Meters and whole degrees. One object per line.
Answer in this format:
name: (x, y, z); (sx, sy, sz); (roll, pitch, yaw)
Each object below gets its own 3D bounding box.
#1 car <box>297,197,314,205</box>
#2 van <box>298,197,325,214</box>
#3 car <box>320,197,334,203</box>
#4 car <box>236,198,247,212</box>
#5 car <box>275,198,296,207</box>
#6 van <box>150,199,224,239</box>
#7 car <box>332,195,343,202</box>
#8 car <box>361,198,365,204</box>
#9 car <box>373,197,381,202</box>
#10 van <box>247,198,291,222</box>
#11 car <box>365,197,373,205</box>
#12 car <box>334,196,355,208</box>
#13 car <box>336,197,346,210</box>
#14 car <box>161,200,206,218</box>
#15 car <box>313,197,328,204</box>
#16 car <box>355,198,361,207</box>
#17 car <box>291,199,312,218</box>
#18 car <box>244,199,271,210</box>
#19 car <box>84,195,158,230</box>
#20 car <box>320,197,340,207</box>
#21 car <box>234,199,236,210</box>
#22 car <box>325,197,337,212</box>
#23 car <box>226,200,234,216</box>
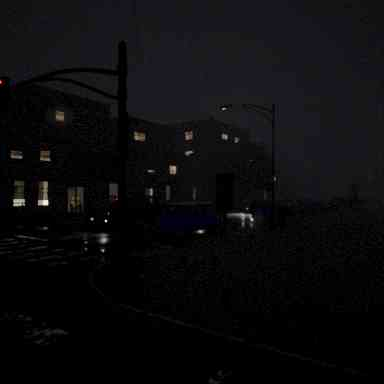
car: (21.621, 1.706, 63.155); (1.887, 1.381, 4.507); (0, 0, 35)
van: (12.584, 1.469, 35.737); (1.690, 1.788, 3.998); (0, 0, 35)
car: (31.149, 1.792, 76.706); (1.947, 1.339, 4.313); (0, 0, 35)
car: (7.488, 1.575, 38.533); (2.128, 1.511, 4.902); (1, 0, 35)
car: (15.268, 1.666, 54.122); (1.887, 1.381, 4.507); (0, 0, 35)
van: (-0.121, 1.407, 17.670); (1.690, 1.788, 3.998); (0, 0, 35)
car: (37.502, 1.713, 85.739); (1.967, 1.590, 4.097); (0, 0, 35)
car: (28.563, 1.748, 58.460); (1.752, 1.417, 4.829); (0, 0, 35)
car: (44.347, 1.900, 80.904); (1.947, 1.339, 4.313); (0, 0, 35)
van: (6.232, 1.436, 26.704); (1.690, 1.788, 3.998); (0, 0, 35)
car: (34.818, 1.810, 67.354); (1.887, 1.381, 4.507); (0, 0, 35)
car: (22.114, 1.497, 49.288); (2.192, 1.841, 5.009); (0, 0, 35)
car: (18.936, 1.729, 44.770); (1.947, 1.339, 4.313); (0, 0, 35)
car: (-0.711, 1.559, 31.400); (1.752, 1.417, 4.829); (0, 0, 35)
car: (27.875, 1.729, 72.050); (1.752, 1.417, 4.829); (0, 0, 35)
car: (25.290, 1.517, 53.805); (2.192, 1.841, 5.009); (0, 0, 35)
car: (9.407, 1.656, 31.220); (1.887, 1.381, 4.507); (0, 0, 35)
car: (8.915, 1.629, 45.090); (1.887, 1.381, 4.507); (0, 0, 35)
car: (-4.281, 1.248, 21.814); (2.150, 2.045, 5.566); (1, 0, 35)
car: (22.747, 1.658, 54.689); (1.882, 1.535, 5.008); (1, 0, 35)
car: (5.740, 1.507, 40.573); (1.967, 1.590, 4.097); (0, 0, 35)
car: (15.858, 1.671, 40.393); (1.752, 1.417, 4.829); (0, 0, 35)
car: (1.530, 1.530, 30.077); (1.882, 1.535, 5.008); (1, 0, 35)
